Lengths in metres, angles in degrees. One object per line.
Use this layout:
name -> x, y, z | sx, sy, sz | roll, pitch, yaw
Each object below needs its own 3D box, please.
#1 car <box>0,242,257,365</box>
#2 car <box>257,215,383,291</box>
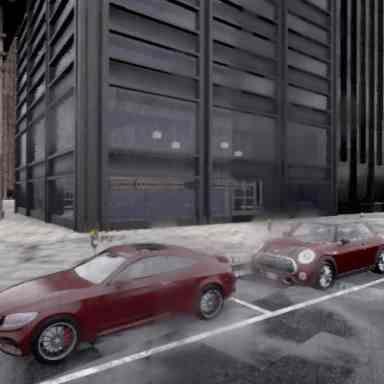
car -> -1.068, 1.592, 5.771 | 4.206, 1.307, 1.802 | 0, 0, -36
car -> 3.524, 1.471, 9.047 | 4.097, 1.590, 1.967 | 0, 0, -36
